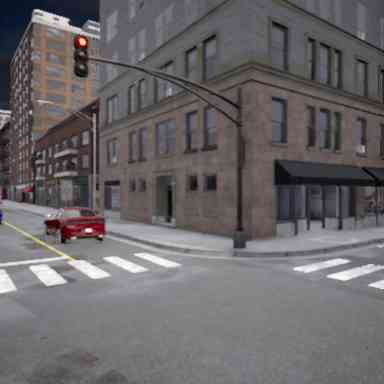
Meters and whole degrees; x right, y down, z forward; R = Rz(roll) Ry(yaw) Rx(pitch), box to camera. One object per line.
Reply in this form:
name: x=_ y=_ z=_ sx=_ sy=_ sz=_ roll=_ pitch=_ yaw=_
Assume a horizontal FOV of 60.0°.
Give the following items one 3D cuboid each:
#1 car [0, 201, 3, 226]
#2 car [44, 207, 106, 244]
car: x=-14.223 y=1.194 z=22.383 sx=2.150 sy=2.045 sz=5.566 roll=0 pitch=0 yaw=-36
car: x=-5.740 y=1.460 z=16.008 sx=1.882 sy=1.535 sz=5.008 roll=0 pitch=0 yaw=-35
